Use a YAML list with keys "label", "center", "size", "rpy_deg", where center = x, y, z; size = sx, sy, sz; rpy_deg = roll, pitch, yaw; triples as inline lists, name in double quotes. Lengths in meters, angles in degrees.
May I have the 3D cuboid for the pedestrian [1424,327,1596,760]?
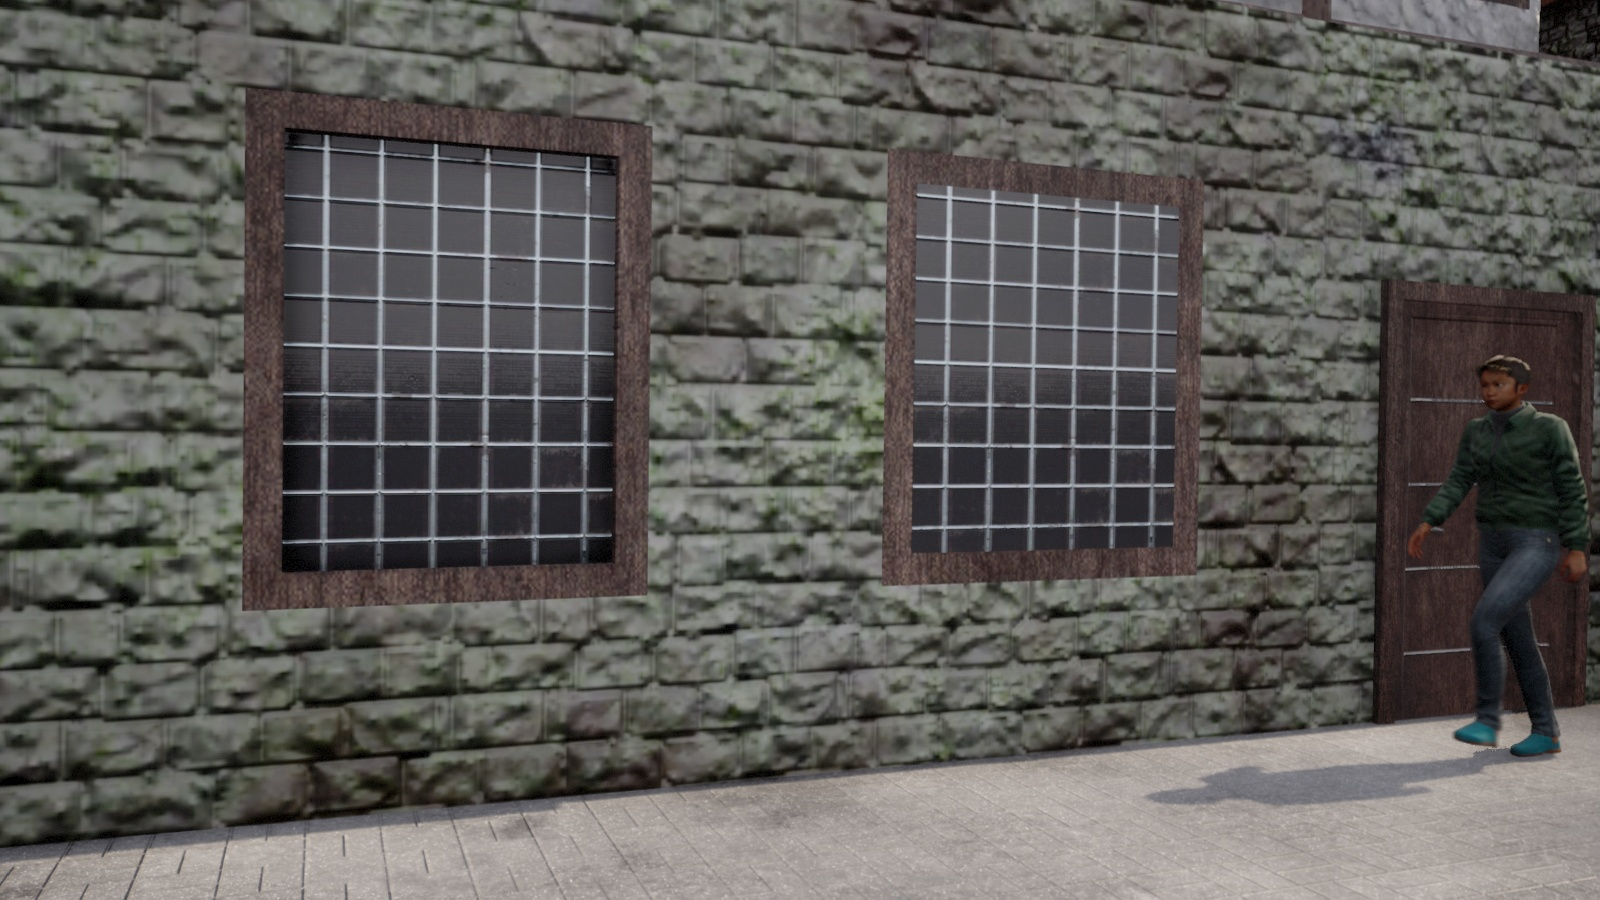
- label: "pedestrian"
  center: [3.168, 0.395, 5.612]
  size: [0.614, 1.847, 0.353]
  rpy_deg: [-1, 1, -19]
